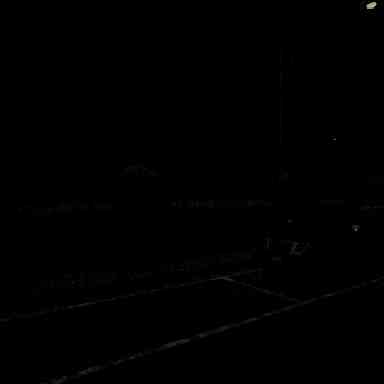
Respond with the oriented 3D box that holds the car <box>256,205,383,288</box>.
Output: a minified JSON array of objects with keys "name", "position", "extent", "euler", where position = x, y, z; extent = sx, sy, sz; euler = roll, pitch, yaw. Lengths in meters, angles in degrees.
[{"name":"car","position":[4.086,1.313,9.455],"extent":[5.009,1.841,2.192],"euler":[0,0,-36]}]
